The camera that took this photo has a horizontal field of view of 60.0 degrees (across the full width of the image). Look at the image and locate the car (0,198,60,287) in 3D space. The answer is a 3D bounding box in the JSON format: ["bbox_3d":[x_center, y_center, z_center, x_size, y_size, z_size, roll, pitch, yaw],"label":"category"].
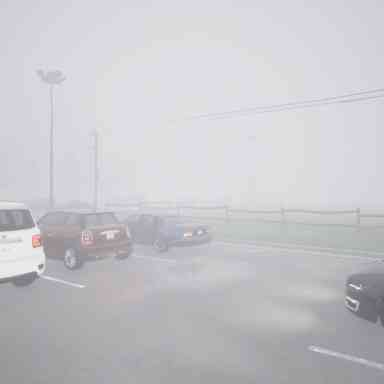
[{"bbox_3d":[-5.845,1.221,8.109,5.566,2.045,2.150,0,0,36],"label":"car"}]

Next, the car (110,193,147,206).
[{"bbox_3d":[-9.406,1.220,51.522,2.150,2.045,5.566,0,0,36],"label":"car"}]

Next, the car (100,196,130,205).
[{"bbox_3d":[-13.307,1.492,58.030,2.128,1.511,4.902,0,0,36],"label":"car"}]

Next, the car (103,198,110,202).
[{"bbox_3d":[-11.754,1.504,54.235,1.837,1.490,4.892,0,0,36],"label":"car"}]

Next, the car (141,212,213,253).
[{"bbox_3d":[-1.740,1.547,13.782,5.357,1.411,2.033,0,0,36],"label":"car"}]

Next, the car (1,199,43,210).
[{"bbox_3d":[-22.839,1.601,44.843,1.895,1.301,4.718,0,0,35],"label":"car"}]

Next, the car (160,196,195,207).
[{"bbox_3d":[-2.157,1.601,49.577,1.895,1.301,4.718,0,0,36],"label":"car"}]

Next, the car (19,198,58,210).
[{"bbox_3d":[-19.792,1.564,43.093,1.994,1.385,4.181,0,0,35],"label":"car"}]

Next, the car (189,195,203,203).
[{"bbox_3d":[0.092,1.352,64.447,2.097,1.767,4.553,0,0,37],"label":"car"}]

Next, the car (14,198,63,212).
[{"bbox_3d":[-18.086,1.477,39.383,1.882,1.535,5.008,0,0,34],"label":"car"}]

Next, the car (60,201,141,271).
[{"bbox_3d":[-4.176,1.352,11.222,4.553,1.767,2.097,0,0,36],"label":"car"}]

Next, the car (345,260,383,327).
[{"bbox_3d":[4.895,1.505,4.799,4.892,1.490,1.837,0,0,35],"label":"car"}]

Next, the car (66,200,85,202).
[{"bbox_3d":[-12.646,1.547,34.954,2.033,1.411,5.357,0,0,34],"label":"car"}]

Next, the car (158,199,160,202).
[{"bbox_3d":[-4.964,1.501,69.299,1.837,1.490,4.892,0,0,36],"label":"car"}]

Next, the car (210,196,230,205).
[{"bbox_3d":[5.088,1.505,59.462,1.837,1.490,4.892,0,0,36],"label":"car"}]
